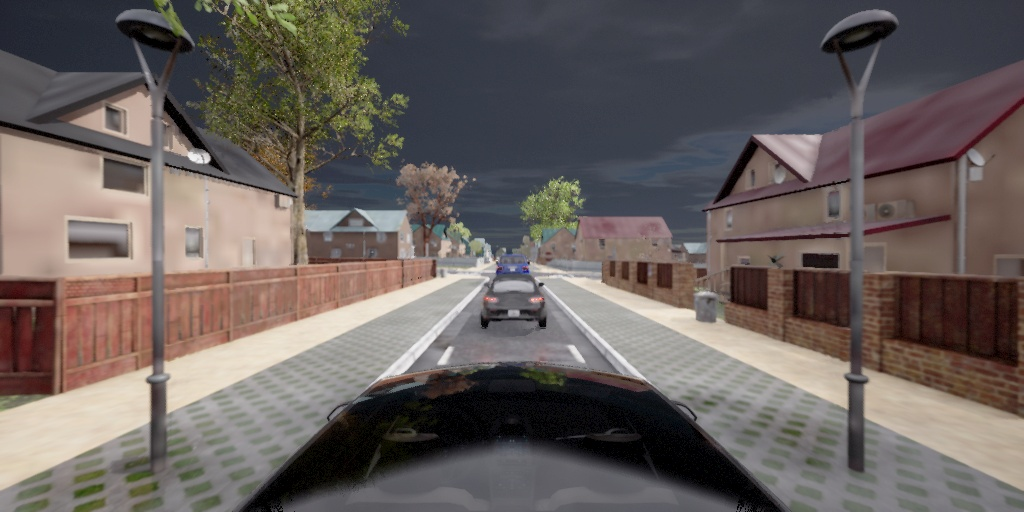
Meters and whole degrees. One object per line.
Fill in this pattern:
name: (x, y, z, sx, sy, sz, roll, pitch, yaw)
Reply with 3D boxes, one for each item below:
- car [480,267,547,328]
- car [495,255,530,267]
car: (0.060, 1.255, 11.232, 1.812, 1.442, 4.674, 0, 0, 0)
car: (0.047, 0.928, 24.253, 2.150, 2.045, 5.566, 0, 0, 0)
